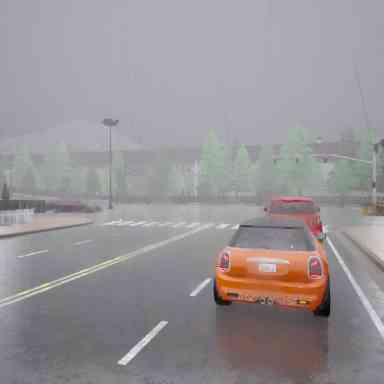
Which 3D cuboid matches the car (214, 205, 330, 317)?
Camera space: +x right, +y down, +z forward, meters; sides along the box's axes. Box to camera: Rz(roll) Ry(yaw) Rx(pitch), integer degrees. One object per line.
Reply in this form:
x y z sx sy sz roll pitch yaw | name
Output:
2.025 1.352 7.855 2.097 1.767 4.553 0 0 19 | car

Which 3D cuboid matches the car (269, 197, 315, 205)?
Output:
4.220 1.221 14.123 2.150 2.045 5.566 0 0 16 | car

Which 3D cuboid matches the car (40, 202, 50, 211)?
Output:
-15.190 1.594 38.721 4.718 1.301 1.895 0 0 16 | car

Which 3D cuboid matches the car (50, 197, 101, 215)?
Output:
-11.593 1.352 34.037 4.553 1.767 2.097 0 0 16 | car
